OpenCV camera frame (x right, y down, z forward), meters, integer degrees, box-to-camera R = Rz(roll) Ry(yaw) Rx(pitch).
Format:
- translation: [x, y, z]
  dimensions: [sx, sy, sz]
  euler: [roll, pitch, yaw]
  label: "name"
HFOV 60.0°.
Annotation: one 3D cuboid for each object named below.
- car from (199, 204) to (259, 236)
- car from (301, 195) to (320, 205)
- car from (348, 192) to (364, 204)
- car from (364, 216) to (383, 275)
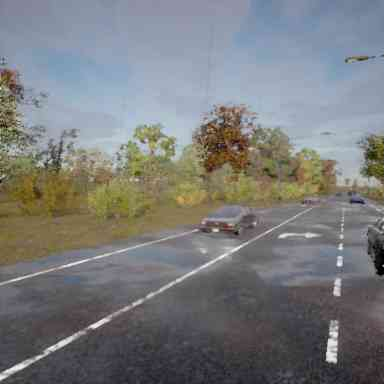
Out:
- translation: [2.188, 1.358, 17.710]
  dimensions: [2.033, 1.411, 5.357]
  euler: [1, 1, 24]
  label: "car"
- translation: [17.074, 1.155, 47.791]
  dimensions: [1.994, 1.385, 4.181]
  euler: [1, 1, 31]
  label: "car"
- translation: [26.697, 1.170, 53.840]
  dimensions: [1.994, 1.385, 4.181]
  euler: [1, 1, 25]
  label: "car"
- translation: [6.242, 1.438, 9.694]
  dimensions: [2.128, 1.511, 4.902]
  euler: [1, 1, 25]
  label: "car"
